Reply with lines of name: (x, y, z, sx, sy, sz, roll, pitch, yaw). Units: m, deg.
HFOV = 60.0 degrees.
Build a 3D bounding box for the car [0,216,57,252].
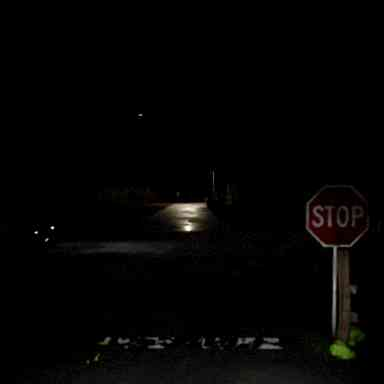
car: (-8.251, 1.675, 13.827, 4.718, 1.301, 1.895, 0, 1, 1)
